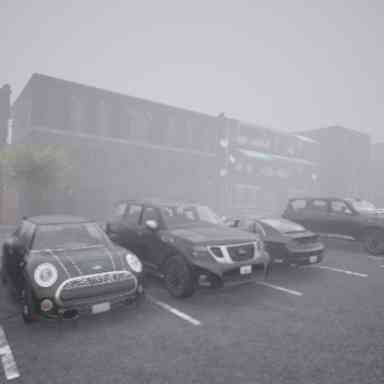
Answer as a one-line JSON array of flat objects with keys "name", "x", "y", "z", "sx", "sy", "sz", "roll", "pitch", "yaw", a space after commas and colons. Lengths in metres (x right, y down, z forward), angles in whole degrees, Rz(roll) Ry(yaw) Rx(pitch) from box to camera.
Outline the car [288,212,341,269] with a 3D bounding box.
[{"name": "car", "x": 1.763, "y": 1.483, "z": 10.635, "sx": 2.231, "sy": 1.521, "sz": 4.892, "roll": 0, "pitch": 0, "yaw": -35}]

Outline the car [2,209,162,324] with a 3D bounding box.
[{"name": "car", "x": -2.825, "y": 1.353, "z": 7.413, "sx": 2.185, "sy": 1.767, "sz": 4.553, "roll": 0, "pitch": 0, "yaw": -36}]

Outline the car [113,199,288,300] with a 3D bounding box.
[{"name": "car", "x": -0.509, "y": 1.229, "z": 8.990, "sx": 2.435, "sy": 2.045, "sz": 5.566, "roll": 0, "pitch": 0, "yaw": -35}]

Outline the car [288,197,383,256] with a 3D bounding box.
[{"name": "car", "x": 6.343, "y": 1.247, "z": 13.867, "sx": 2.435, "sy": 2.045, "sz": 5.566, "roll": 0, "pitch": 0, "yaw": -35}]
